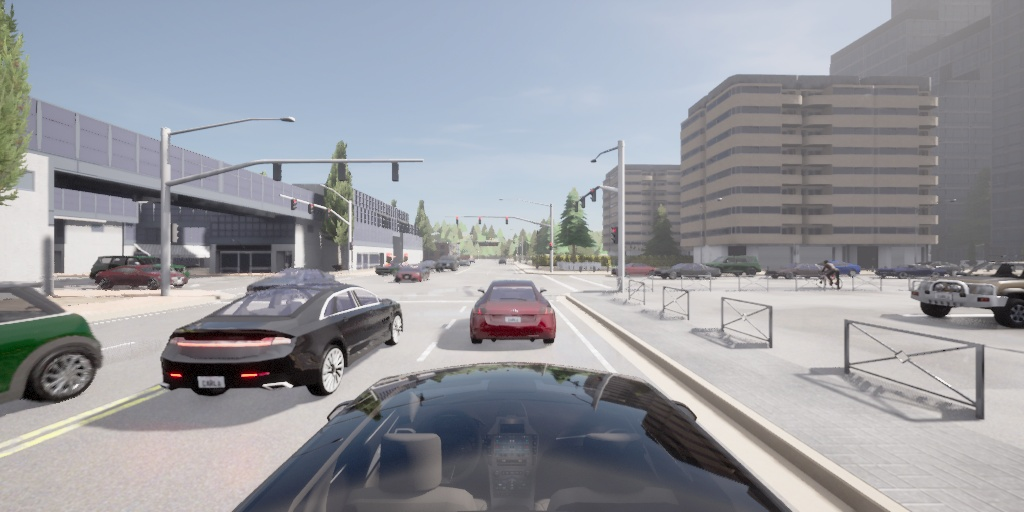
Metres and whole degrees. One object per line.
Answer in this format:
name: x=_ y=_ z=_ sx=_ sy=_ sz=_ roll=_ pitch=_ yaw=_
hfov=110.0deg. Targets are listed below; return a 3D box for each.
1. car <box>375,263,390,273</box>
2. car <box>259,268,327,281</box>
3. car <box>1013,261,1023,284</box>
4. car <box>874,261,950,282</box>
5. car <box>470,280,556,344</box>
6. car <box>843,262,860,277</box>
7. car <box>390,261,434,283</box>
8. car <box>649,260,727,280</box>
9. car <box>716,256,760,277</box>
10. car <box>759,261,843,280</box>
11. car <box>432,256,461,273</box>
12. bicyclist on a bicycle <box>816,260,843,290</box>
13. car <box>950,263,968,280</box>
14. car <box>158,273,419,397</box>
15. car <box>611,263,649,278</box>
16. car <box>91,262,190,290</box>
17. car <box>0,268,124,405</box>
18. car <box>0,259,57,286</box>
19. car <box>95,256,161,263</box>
car: x=-12.275 y=1.383 z=37.464 sx=1.895 sy=1.301 sz=4.718 roll=0 pitch=0 yaw=11
car: x=-10.833 y=1.313 z=18.163 sx=2.033 sy=1.411 sz=5.357 roll=0 pitch=0 yaw=-2
car: x=43.299 y=1.337 z=28.363 sx=4.181 sy=1.385 sz=1.994 roll=0 pitch=0 yaw=-1
car: x=35.167 y=1.377 z=31.762 sx=4.718 sy=1.301 sz=1.895 roll=0 pitch=0 yaw=-2
car: x=0.011 y=1.321 z=9.624 sx=1.994 sy=1.385 sz=4.181 roll=0 pitch=0 yaw=0
car: x=31.112 y=1.257 z=35.150 sx=5.008 sy=1.535 sz=1.882 roll=0 pitch=0 yaw=-2
car: x=-7.653 y=1.338 z=27.814 sx=1.994 sy=1.385 sz=4.181 roll=0 pitch=0 yaw=-2
car: x=15.234 y=1.324 z=31.180 sx=5.357 sy=1.411 sz=2.033 roll=0 pitch=0 yaw=-2
car: x=21.087 y=1.001 z=34.859 sx=5.566 sy=2.045 sz=2.150 roll=0 pitch=0 yaw=-2
car: x=25.304 y=1.324 z=31.480 sx=5.357 sy=1.411 sz=2.033 roll=0 pitch=0 yaw=-2
car: x=-8.276 y=1.012 z=45.802 sx=2.150 sy=2.045 sz=5.566 roll=0 pitch=0 yaw=-2
bicyclist on a bicycle: x=17.926 y=1.069 z=20.273 sx=0.582 sy=1.620 sz=1.656 roll=0 pitch=0 yaw=-2
car: x=41.228 y=1.284 z=35.414 sx=4.892 sy=1.490 sz=1.837 roll=0 pitch=0 yaw=-1
car: x=-3.474 y=1.246 z=6.567 sx=2.128 sy=1.511 sz=4.902 roll=0 pitch=0 yaw=0
car: x=11.744 y=1.343 z=34.577 sx=4.181 sy=1.385 sz=1.994 roll=0 pitch=0 yaw=-2
car: x=-22.889 y=1.295 z=22.186 sx=4.674 sy=1.442 sz=1.812 roll=0 pitch=0 yaw=0
car: x=-7.125 y=1.103 z=3.314 sx=2.097 sy=1.767 sz=4.553 roll=0 pitch=0 yaw=0
car: x=-35.809 y=1.124 z=25.368 sx=4.553 sy=1.767 sz=2.097 roll=0 pitch=0 yaw=-1
car: x=-26.446 y=0.994 z=25.583 sx=5.566 sy=2.045 sz=2.150 roll=0 pitch=0 yaw=-1
